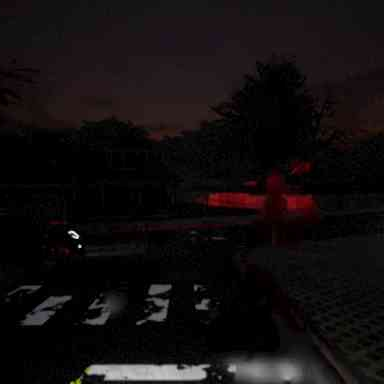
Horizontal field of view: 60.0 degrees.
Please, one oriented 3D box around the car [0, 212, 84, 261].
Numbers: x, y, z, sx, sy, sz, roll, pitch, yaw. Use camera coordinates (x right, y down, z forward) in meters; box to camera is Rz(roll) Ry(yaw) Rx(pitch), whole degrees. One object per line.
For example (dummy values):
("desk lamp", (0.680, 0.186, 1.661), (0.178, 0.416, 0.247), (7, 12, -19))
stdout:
("car", (-6.359, 1.537, 12.192), (4.553, 1.767, 2.097), (0, 3, -22))
